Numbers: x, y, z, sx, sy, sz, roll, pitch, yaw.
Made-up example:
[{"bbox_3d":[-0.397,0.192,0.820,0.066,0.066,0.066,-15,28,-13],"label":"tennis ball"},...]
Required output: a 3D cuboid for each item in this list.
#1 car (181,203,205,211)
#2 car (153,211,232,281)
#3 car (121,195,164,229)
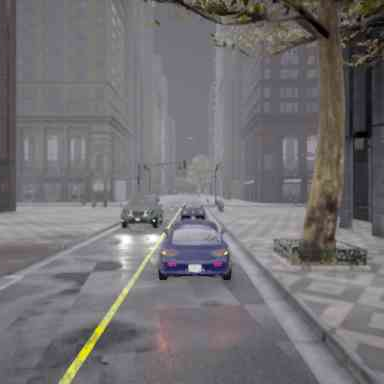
[{"bbox_3d":[0.089,1.587,27.245,1.895,1.301,4.718,0,0,0],"label":"car"},{"bbox_3d":[0.077,1.521,9.696,1.812,1.442,4.674,0,0,0],"label":"car"},{"bbox_3d":[-3.098,1.211,21.759,2.150,2.045,5.566,0,0,0],"label":"car"}]
